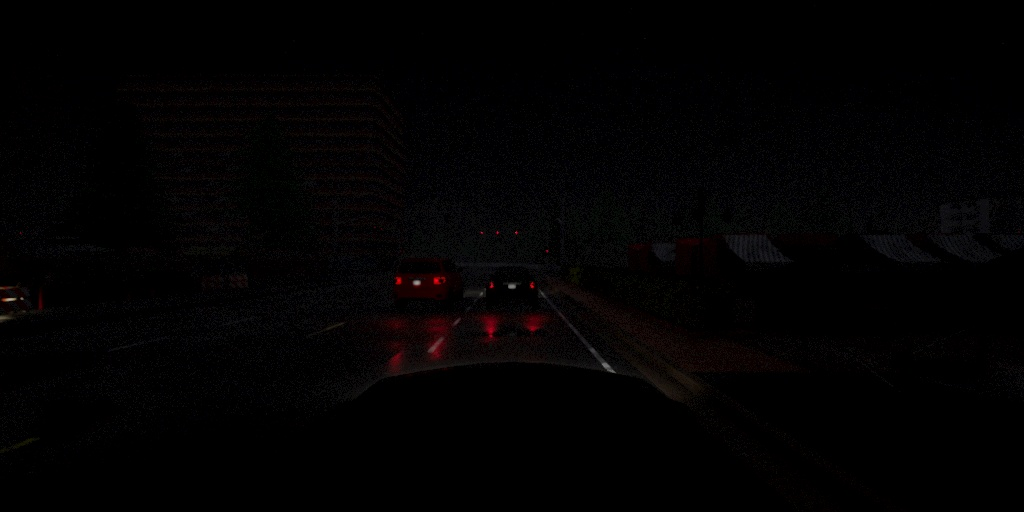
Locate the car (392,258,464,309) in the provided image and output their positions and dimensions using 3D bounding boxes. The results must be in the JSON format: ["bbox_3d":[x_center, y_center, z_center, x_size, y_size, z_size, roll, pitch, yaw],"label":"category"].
[{"bbox_3d":[-3.501,1.097,15.876,2.150,2.045,5.566,0,0,0],"label":"car"}]

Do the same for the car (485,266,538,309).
[{"bbox_3d":[0.000,1.231,15.932,2.097,1.767,4.553,0,-1,0],"label":"car"}]
